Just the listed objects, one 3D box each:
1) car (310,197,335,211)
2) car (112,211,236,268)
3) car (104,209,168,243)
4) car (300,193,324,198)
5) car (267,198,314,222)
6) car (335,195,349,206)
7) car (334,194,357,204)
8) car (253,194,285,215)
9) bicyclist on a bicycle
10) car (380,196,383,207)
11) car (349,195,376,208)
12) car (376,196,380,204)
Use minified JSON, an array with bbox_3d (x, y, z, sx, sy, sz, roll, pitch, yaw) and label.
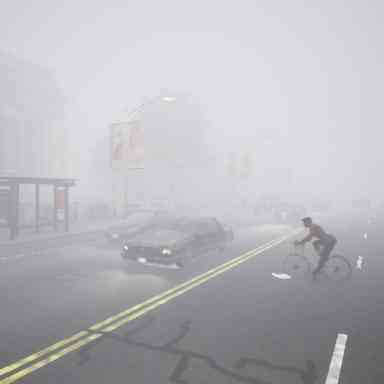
[{"bbox_3d":[15.848,1.600,40.580,1.895,1.301,4.718,0,0,30],"label":"car"},{"bbox_3d":[-0.135,1.547,11.755,2.033,1.411,5.357,0,0,29],"label":"car"},{"bbox_3d":[-2.014,1.526,15.591,1.812,1.442,4.674,0,0,29],"label":"car"},{"bbox_3d":[17.961,1.221,50.807,2.150,2.045,5.566,0,0,35],"label":"car"},{"bbox_3d":[7.875,1.491,26.240,2.128,1.511,4.902,0,0,29],"label":"car"},{"bbox_3d":[25.619,1.599,54.729,1.895,1.301,4.718,0,0,44],"label":"car"},{"bbox_3d":[28.968,1.354,62.618,4.553,1.767,2.097,0,0,-40],"label":"car"},{"bbox_3d":[8.025,1.221,33.744,2.150,2.045,5.566,0,0,29],"label":"car"},{"bbox_3d":[3.101,1.455,8.391,1.656,1.620,0.582,-2,-1,29],"label":"bicyclist on a bicycle"},{"bbox_3d":[27.964,1.525,46.407,1.812,1.442,4.674,0,0,37],"label":"car"},{"bbox_3d":[24.099,1.491,47.020,2.128,1.511,4.902,0,0,35],"label":"car"},{"bbox_3d":[37.942,1.590,64.373,4.718,1.301,1.895,0,0,-31],"label":"car"}]
